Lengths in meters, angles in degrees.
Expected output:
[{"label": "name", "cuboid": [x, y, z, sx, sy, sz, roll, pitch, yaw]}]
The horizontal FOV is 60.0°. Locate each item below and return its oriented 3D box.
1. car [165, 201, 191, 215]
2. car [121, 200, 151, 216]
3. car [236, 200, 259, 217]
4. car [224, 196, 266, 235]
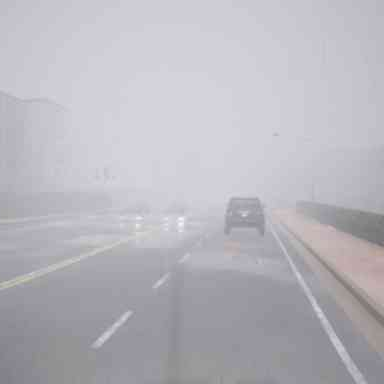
[{"label": "car", "cuboid": [-1.411, 1.637, 34.727, 1.895, 1.301, 4.718, 1, 0, 11]}, {"label": "car", "cuboid": [-5.365, 1.517, 32.647, 1.812, 1.442, 4.674, 1, 0, 11]}, {"label": "car", "cuboid": [5.620, 1.600, 33.518, 2.128, 1.511, 4.902, 1, 0, 10]}, {"label": "car", "cuboid": [3.136, 1.282, 19.597, 2.150, 2.045, 5.566, 1, 0, 10]}]
